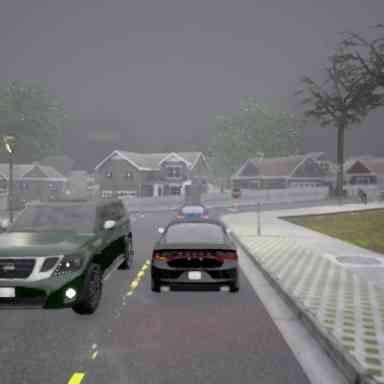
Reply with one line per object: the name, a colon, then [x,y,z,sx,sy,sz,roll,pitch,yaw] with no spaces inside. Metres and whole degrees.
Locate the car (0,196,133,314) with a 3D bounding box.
car: [-2.824,1.152,7.815,2.150,2.045,5.566,0,0,0]

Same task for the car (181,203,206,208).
car: [0.071,1.361,18.605,1.812,1.442,4.674,0,0,1]

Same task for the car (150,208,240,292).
car: [0.083,1.400,8.739,1.882,1.535,5.008,0,0,1]

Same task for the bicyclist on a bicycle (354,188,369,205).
bicyclist on a bicycle: [16.231,0.420,31.960,0.582,1.620,1.656,-3,2,-25]

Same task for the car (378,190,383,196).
car: [26.297,-0.062,43.125,4.674,1.442,1.812,-3,3,-25]
